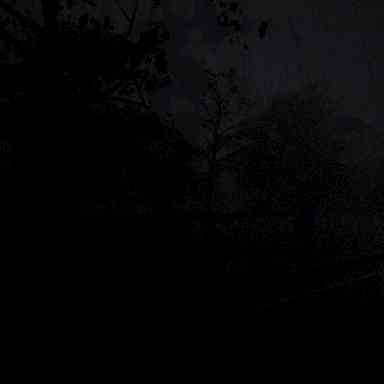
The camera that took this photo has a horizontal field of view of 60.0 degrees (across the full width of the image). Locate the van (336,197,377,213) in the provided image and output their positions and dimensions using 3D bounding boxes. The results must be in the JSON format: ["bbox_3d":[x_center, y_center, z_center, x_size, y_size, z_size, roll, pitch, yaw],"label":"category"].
[{"bbox_3d":[21.195,1.730,43.587,1.878,1.987,4.442,2,-1,-35],"label":"van"}]

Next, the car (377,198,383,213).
[{"bbox_3d":[23.602,1.794,45.191,2.435,2.045,5.566,2,-1,-35],"label":"car"}]
